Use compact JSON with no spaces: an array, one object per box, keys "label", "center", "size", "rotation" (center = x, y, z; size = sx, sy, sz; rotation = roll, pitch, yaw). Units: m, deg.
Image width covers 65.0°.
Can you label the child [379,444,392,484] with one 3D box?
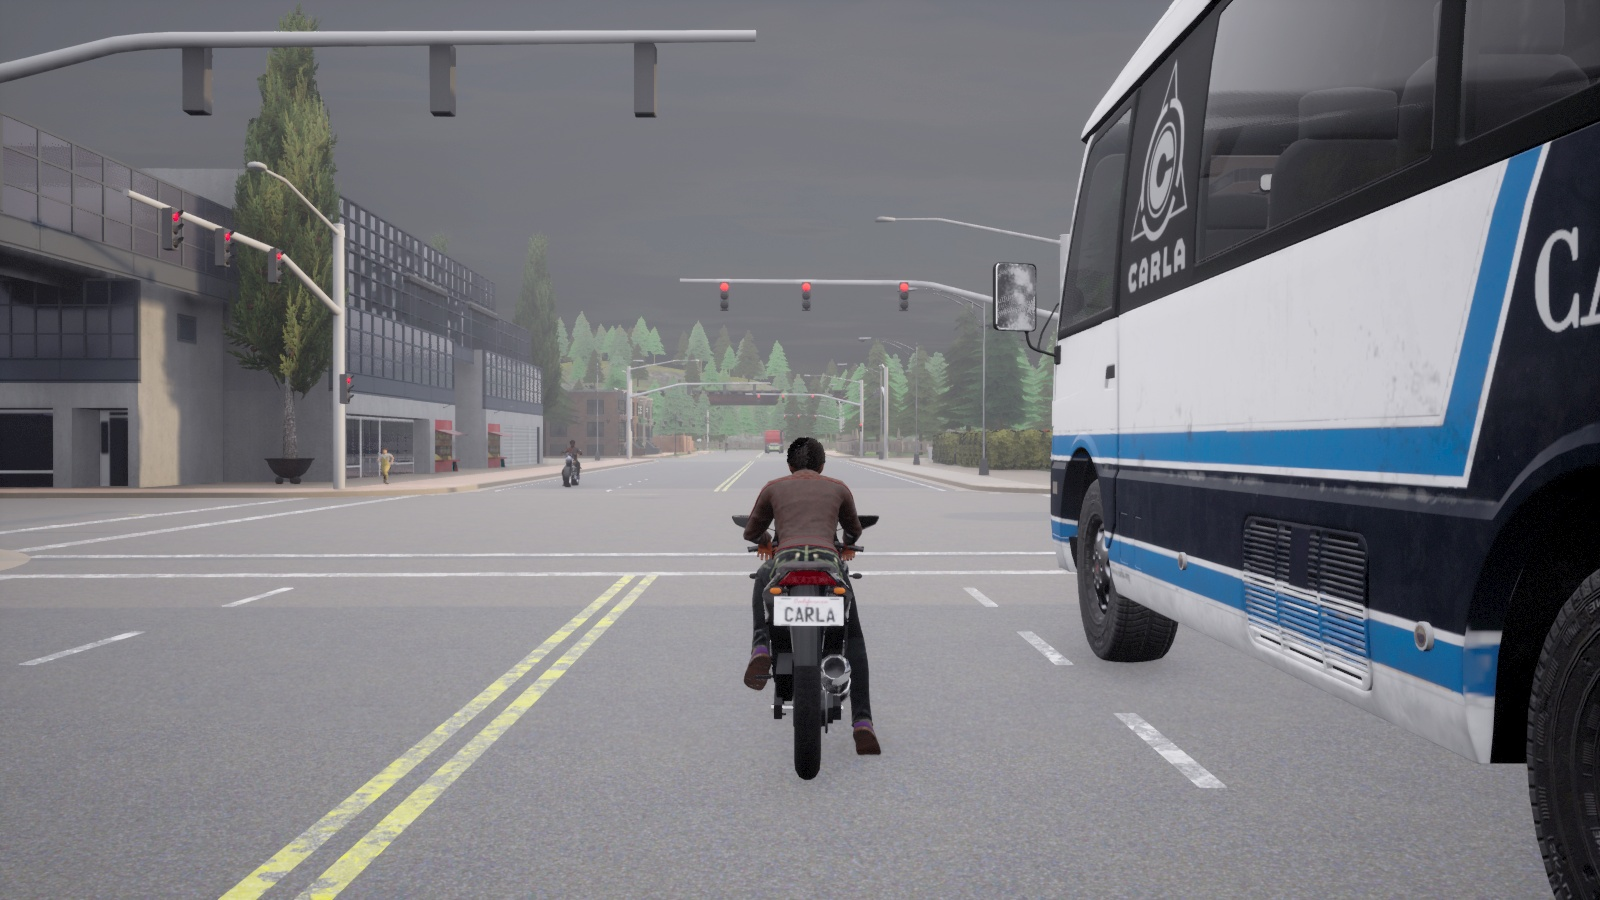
[{"label":"child","center":[-13.271,0.447,40.192],"size":[0.270,1.263,0.437],"rotation":[0,0,2]}]

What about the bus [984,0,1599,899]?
[{"label":"bus","center":[3.533,-0.659,5.564],"size":[3.944,4.253,10.273],"rotation":[0,0,0]}]

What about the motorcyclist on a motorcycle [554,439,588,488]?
[{"label":"motorcyclist on a motorcycle","center":[-7.852,0.447,43.159],"size":[0.766,1.649,2.350],"rotation":[0,0,-1]}]

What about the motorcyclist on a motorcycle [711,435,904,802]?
[{"label":"motorcyclist on a motorcycle","center":[0.030,0.693,6.236],"size":[0.797,1.523,2.044],"rotation":[0,0,0]}]
